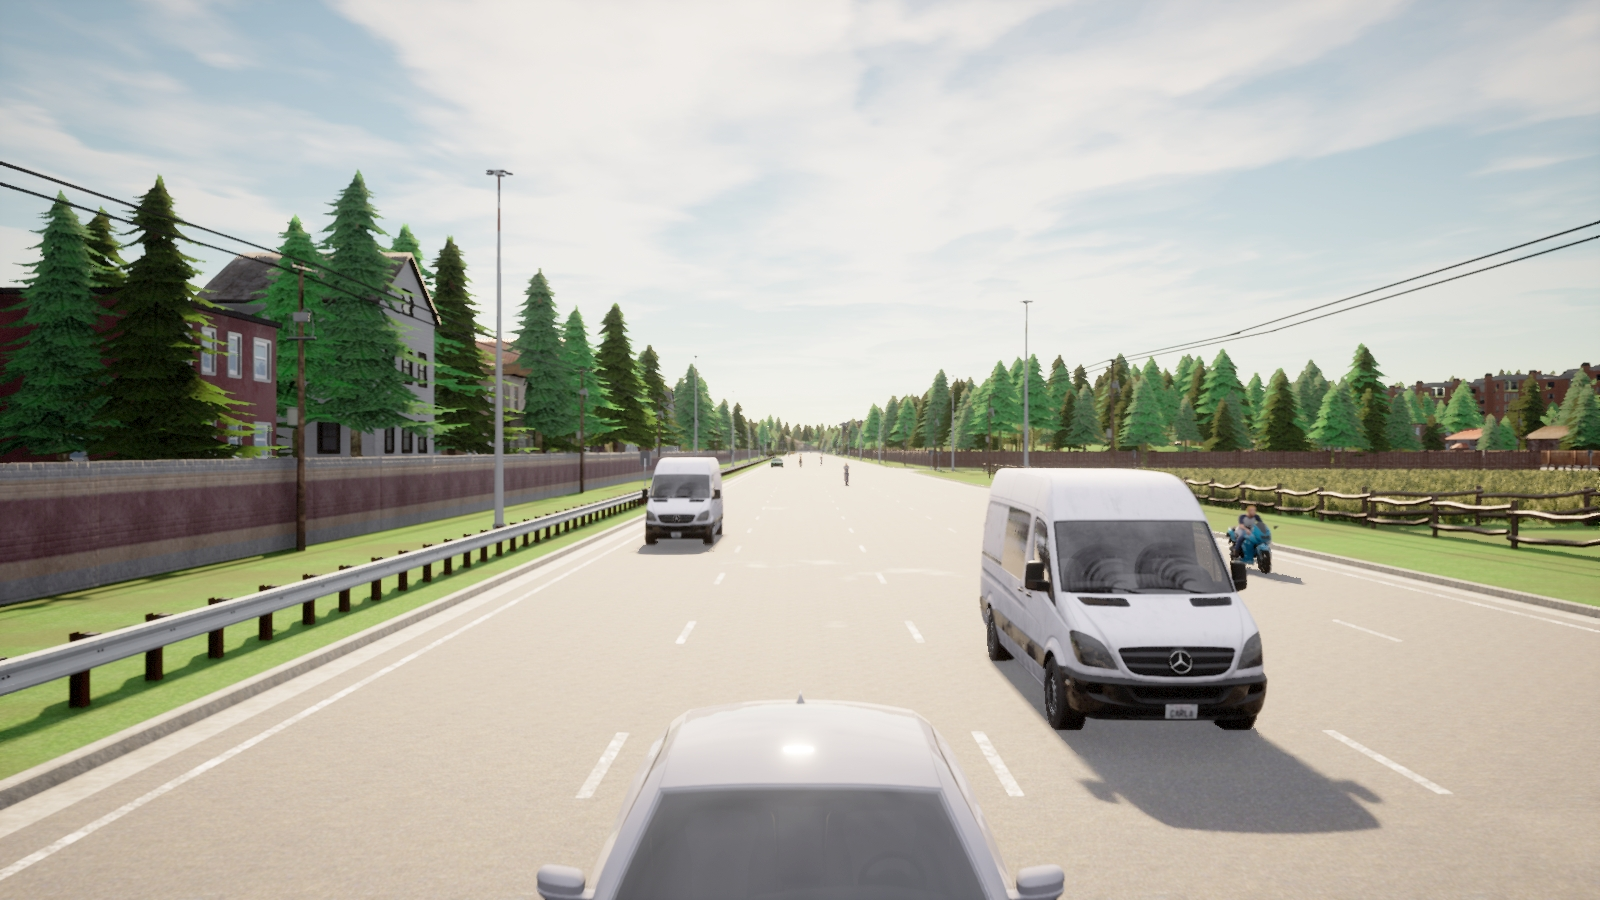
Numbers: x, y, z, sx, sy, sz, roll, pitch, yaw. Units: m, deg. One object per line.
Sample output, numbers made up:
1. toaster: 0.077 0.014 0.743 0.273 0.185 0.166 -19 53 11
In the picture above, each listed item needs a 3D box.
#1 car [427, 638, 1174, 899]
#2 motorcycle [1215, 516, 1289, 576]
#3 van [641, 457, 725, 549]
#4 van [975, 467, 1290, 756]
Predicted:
1. car: 0.002 2.030 5.151 2.097 1.535 5.006 0 0 0
2. motorcycle: 10.326 2.168 26.184 0.803 1.199 2.033 -1 0 -3
3. van: -3.490 1.511 35.110 1.988 2.561 5.915 0 0 0
4. van: 3.501 1.524 13.440 1.988 2.561 5.915 0 0 0
